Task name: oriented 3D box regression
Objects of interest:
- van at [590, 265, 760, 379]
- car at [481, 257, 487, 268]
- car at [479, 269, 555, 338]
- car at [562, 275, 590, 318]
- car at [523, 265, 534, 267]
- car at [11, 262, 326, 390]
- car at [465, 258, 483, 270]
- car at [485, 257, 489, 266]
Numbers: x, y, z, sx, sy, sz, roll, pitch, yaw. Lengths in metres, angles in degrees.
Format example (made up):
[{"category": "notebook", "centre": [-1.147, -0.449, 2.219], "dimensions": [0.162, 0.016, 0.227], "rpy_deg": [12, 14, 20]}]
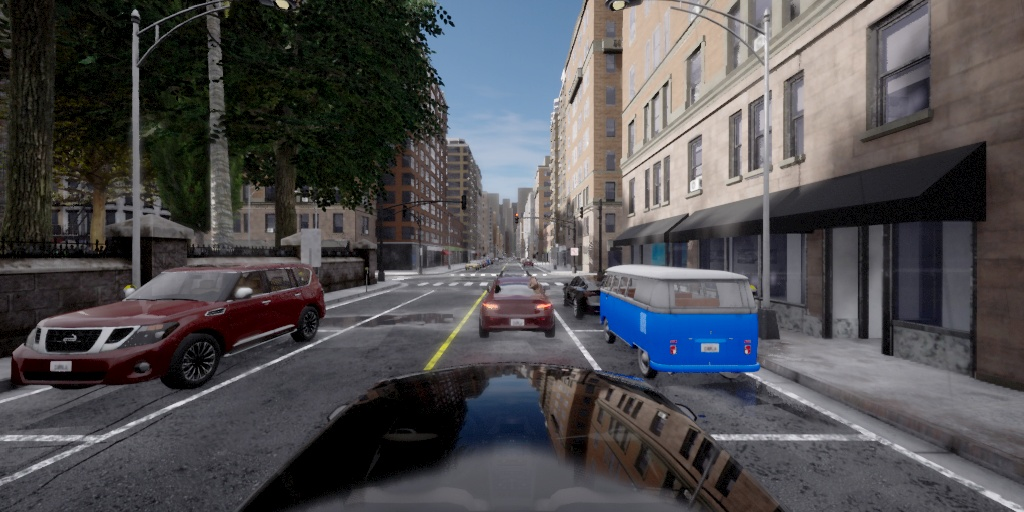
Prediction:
[{"category": "van", "centre": [2.870, 1.090, 7.033], "dimensions": [1.690, 1.789, 3.998], "rpy_deg": [0, 0, 0]}, {"category": "car", "centre": [-5.530, 1.271, 56.153], "dimensions": [2.007, 1.370, 4.403], "rpy_deg": [0, 0, 0]}, {"category": "car", "centre": [0.126, 1.274, 10.074], "dimensions": [1.812, 1.442, 4.674], "rpy_deg": [0, 0, 0]}, {"category": "car", "centre": [2.884, 1.313, 12.693], "dimensions": [1.948, 1.339, 4.313], "rpy_deg": [0, 0, 0]}, {"category": "car", "centre": [0.119, 1.345, 18.896], "dimensions": [1.895, 1.301, 4.718], "rpy_deg": [0, 0, -1]}, {"category": "car", "centre": [-5.655, 1.064, 7.014], "dimensions": [2.192, 1.841, 5.009], "rpy_deg": [0, 0, 0]}, {"category": "car", "centre": [-5.545, 1.248, 50.533], "dimensions": [1.751, 1.417, 4.829], "rpy_deg": [0, 0, 0]}, {"category": "car", "centre": [-5.517, 1.265, 61.605], "dimensions": [1.888, 1.381, 4.507], "rpy_deg": [0, 0, 0]}]
